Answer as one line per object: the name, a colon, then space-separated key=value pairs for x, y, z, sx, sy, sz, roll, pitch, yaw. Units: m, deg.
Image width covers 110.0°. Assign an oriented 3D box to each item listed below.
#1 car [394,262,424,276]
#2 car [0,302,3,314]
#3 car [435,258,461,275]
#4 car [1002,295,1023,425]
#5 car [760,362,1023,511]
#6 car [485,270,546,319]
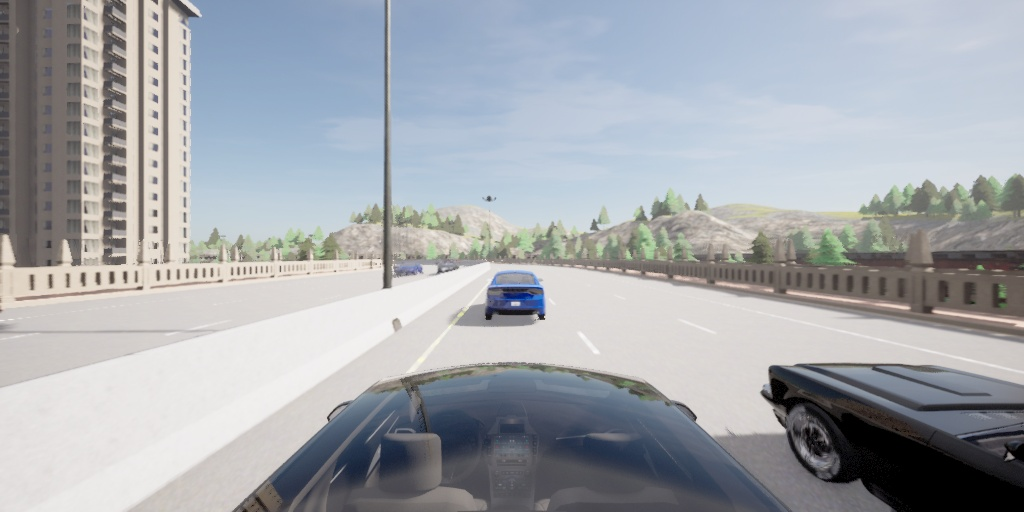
car: x=-10.582 y=1.317 z=37.548 sx=1.812 sy=1.442 sz=4.674 roll=0 pitch=0 yaw=0
car: x=-14.097 y=1.352 z=6.965 sx=1.895 sy=1.301 sz=4.718 roll=0 pitch=0 yaw=0
car: x=-7.081 y=1.291 z=40.037 sx=2.128 sy=1.511 sz=4.902 roll=0 pitch=0 yaw=0
car: x=7.100 y=1.241 z=1.968 sx=2.128 sy=1.511 sz=4.902 roll=0 pitch=0 yaw=0
car: x=3.600 y=1.351 z=1.701 sx=1.895 sy=1.301 sz=4.718 roll=0 pitch=0 yaw=0
car: x=0.105 y=1.229 z=12.804 sx=1.882 sy=1.535 sz=5.008 roll=0 pitch=0 yaw=0
